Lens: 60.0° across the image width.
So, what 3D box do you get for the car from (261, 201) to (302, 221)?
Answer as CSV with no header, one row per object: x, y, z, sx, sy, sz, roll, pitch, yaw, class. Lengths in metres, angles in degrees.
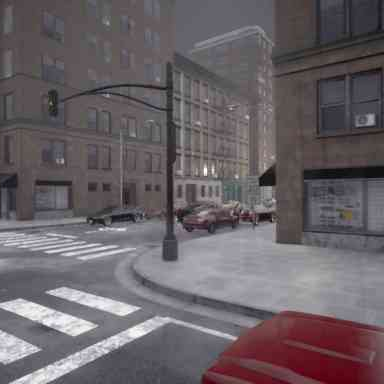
7.664,1.494,28.026,1.752,1.417,4.829,0,0,36,car

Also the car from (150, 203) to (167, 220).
-2.174,1.603,28.075,1.802,1.307,4.206,0,0,36,car

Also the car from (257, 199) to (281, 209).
10.683,1.600,46.016,1.802,1.307,4.206,0,0,36,car

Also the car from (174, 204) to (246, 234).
1.135,1.555,18.916,1.802,1.307,4.206,0,0,36,car

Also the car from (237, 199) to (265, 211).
7.469,1.599,41.531,1.802,1.307,4.206,0,0,36,car

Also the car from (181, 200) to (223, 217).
1.040,1.564,32.560,1.887,1.381,4.507,0,0,36,car

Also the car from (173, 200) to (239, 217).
1.051,1.465,23.154,1.882,1.535,5.008,0,0,36,car

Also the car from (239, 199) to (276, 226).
4.349,1.411,23.402,1.967,1.590,4.097,0,0,36,car

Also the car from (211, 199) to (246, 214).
4.155,1.543,36.907,1.752,1.417,4.829,0,0,36,car

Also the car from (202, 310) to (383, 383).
2.320,1.601,2.034,4.718,1.301,1.895,0,0,36,car

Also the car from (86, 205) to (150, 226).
-5.389,1.589,23.589,1.947,1.339,4.313,0,0,36,car
